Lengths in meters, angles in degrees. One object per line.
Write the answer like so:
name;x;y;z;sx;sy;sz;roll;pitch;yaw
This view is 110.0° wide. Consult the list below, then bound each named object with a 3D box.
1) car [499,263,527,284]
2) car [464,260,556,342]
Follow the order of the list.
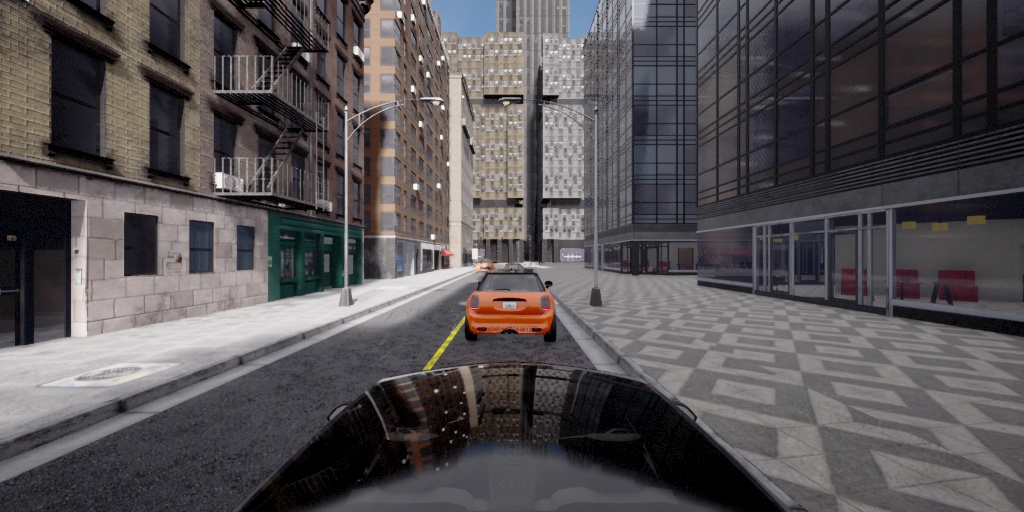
car;0.086;1.297;28.672;2.033;1.411;5.357;0;0;0
car;0.064;1.102;9.988;2.097;1.767;4.553;0;0;3
